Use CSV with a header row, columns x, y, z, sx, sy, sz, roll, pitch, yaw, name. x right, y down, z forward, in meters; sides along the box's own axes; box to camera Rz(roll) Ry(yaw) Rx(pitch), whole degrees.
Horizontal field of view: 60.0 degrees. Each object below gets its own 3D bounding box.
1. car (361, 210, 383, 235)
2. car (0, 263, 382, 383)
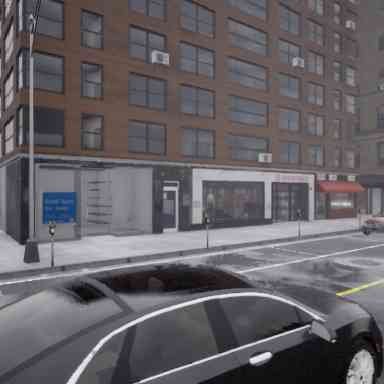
x,y,z,sx,sy,sz,roll,pitch,yaw,name
10.616,1.582,17.470,4.206,1.307,1.802,0,0,-35,car
-0.007,1.507,3.274,4.892,1.490,1.837,-1,0,-35,car
